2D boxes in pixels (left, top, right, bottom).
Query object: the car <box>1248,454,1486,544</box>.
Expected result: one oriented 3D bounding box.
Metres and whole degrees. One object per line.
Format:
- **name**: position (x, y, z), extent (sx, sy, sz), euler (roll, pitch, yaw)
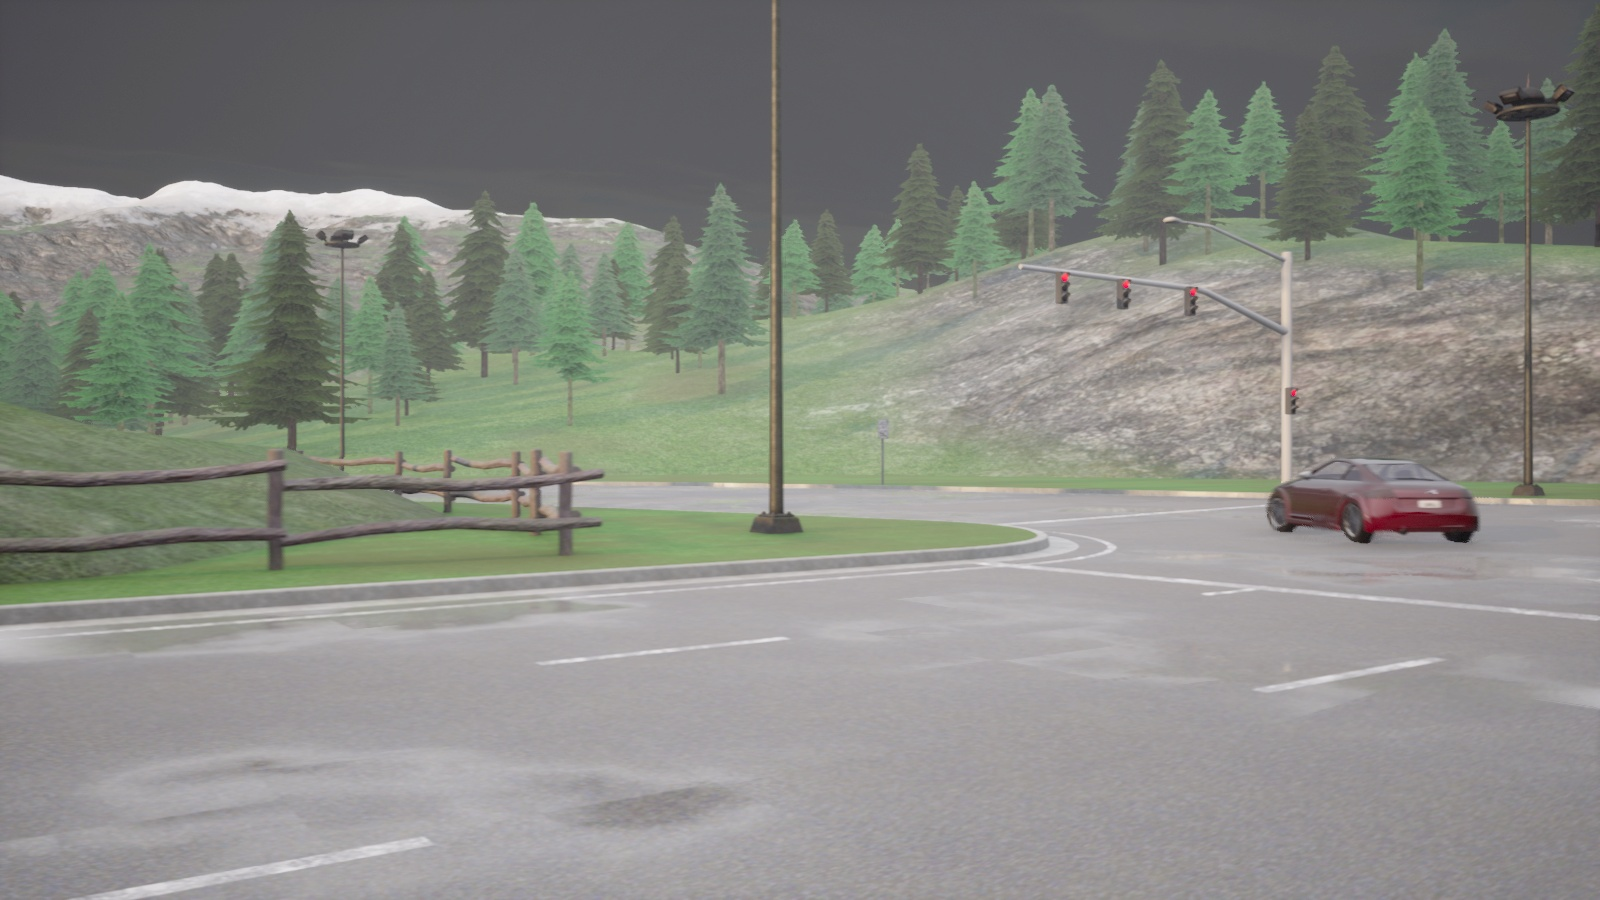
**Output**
- **car**: position (9.645, 0.774, 21.775), extent (1.994, 1.385, 4.181), euler (0, 0, -4)
